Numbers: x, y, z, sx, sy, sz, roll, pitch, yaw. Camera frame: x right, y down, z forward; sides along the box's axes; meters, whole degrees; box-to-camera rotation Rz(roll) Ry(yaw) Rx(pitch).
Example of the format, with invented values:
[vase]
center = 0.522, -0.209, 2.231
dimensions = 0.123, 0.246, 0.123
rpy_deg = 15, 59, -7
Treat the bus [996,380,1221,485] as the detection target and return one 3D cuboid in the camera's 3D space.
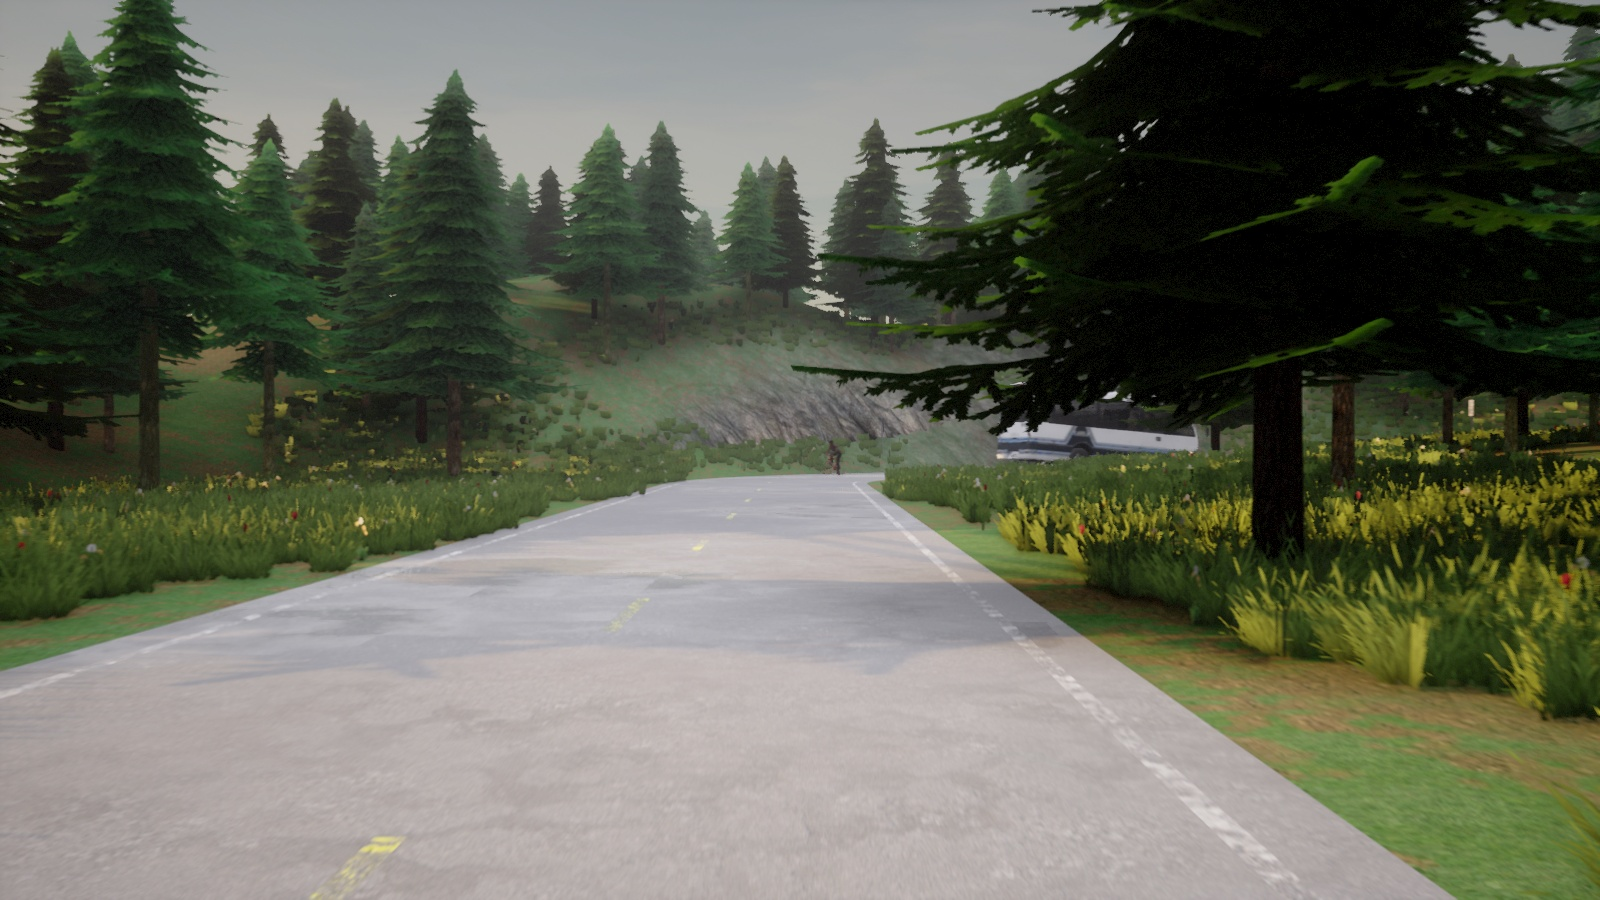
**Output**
[bus]
center = 15.291, -0.749, 62.204
dimensions = 10.273, 4.253, 3.944
rpy_deg = 4, -2, -22
